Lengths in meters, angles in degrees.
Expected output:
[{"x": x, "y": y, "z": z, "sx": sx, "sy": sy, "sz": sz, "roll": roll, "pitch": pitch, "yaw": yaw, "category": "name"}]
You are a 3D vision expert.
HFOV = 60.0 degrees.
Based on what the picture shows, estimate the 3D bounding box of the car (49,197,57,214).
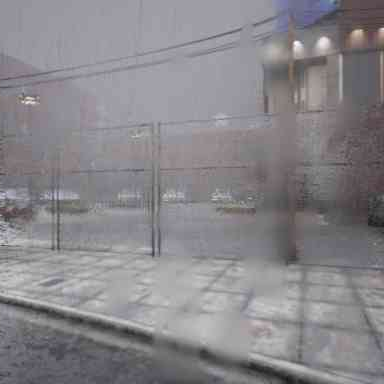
[{"x": -12.886, "y": 1.470, "z": 33.607, "sx": 4.193, "sy": 1.474, "sz": 1.816, "roll": 0, "pitch": 0, "yaw": 19, "category": "car"}]
